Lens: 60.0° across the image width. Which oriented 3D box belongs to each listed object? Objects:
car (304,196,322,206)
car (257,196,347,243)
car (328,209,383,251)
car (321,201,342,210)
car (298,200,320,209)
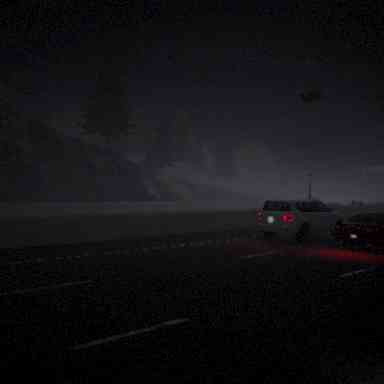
[{"bbox_3d":[25.052,1.807,68.725,2.150,2.045,5.566,0,0,36],"label":"car"},{"bbox_3d":[5.734,1.358,17.204,5.566,2.045,2.150,1,0,-40],"label":"car"},{"bbox_3d":[8.339,1.625,14.816,5.008,1.535,1.882,0,0,-40],"label":"car"},{"bbox_3d":[22.526,2.078,53.552,1.895,1.301,4.718,0,0,39],"label":"car"},{"bbox_3d":[19.585,2.067,55.462,1.895,1.301,4.718,0,0,39],"label":"car"}]
